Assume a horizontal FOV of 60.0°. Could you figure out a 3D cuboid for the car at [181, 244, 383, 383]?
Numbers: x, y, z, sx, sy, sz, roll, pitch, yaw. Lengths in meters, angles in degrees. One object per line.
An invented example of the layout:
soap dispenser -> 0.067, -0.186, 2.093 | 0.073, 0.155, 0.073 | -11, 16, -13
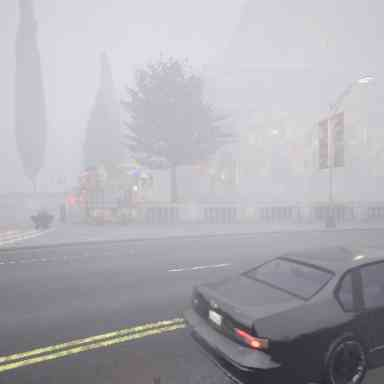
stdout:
car -> 2.556, 1.547, 5.017 | 5.357, 1.411, 2.033 | 0, 0, -24
